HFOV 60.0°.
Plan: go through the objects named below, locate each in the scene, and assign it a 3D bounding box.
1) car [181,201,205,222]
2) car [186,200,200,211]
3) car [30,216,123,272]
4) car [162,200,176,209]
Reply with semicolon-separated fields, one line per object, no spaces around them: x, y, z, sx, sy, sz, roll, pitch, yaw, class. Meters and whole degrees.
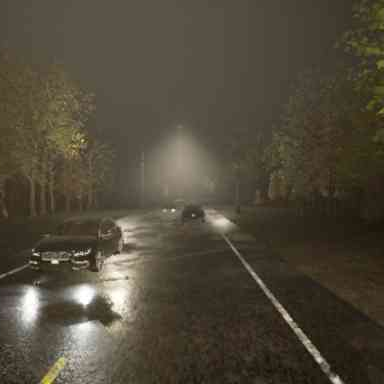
0.095;1.734;29.124;1.882;1.535;5.008;0;0;0;car
0.093;1.989;50.078;2.033;1.411;5.357;0;0;0;car
-3.601;1.604;11.175;1.837;1.490;4.892;0;0;0;car
-3.562;2.030;52.884;1.994;1.385;4.181;0;0;0;car
